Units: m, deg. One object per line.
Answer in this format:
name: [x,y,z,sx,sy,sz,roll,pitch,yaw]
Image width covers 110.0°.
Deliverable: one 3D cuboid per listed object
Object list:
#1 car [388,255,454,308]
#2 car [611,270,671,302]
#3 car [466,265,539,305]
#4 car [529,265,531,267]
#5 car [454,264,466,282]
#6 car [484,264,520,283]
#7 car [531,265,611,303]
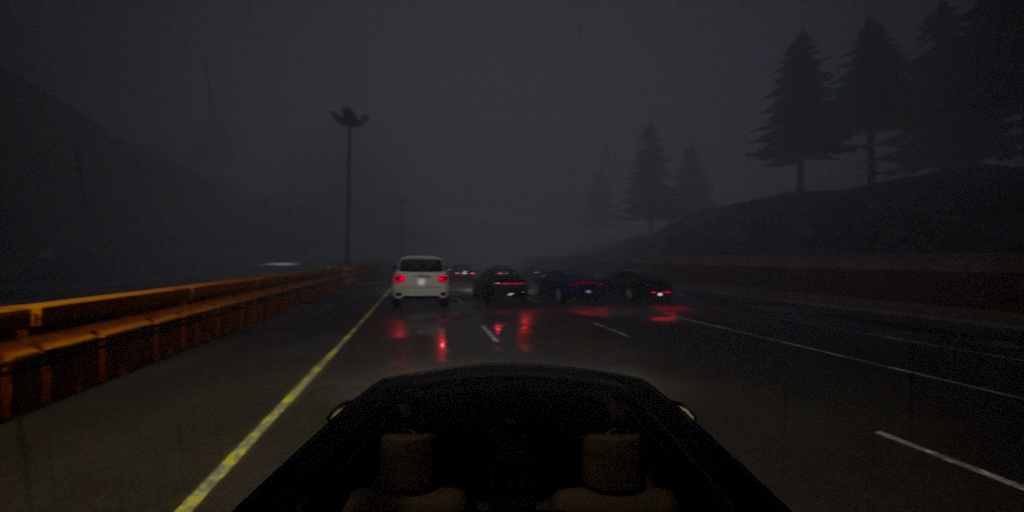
car: [-3.977,1.005,15.663,2.150,2.045,5.566,1,0,-15]
car: [6.104,1.463,18.603,1.837,1.490,4.892,1,0,-15]
car: [-0.662,1.337,16.813,2.128,1.511,4.902,1,0,-15]
car: [2.279,1.526,33.193,1.812,1.442,4.674,1,0,-14]
car: [-4.395,1.436,31.028,2.033,1.411,5.357,1,0,-15]
car: [-1.010,1.491,31.916,2.033,1.411,5.357,1,0,-15]
car: [2.678,1.378,17.875,1.882,1.535,5.008,1,0,-15]
